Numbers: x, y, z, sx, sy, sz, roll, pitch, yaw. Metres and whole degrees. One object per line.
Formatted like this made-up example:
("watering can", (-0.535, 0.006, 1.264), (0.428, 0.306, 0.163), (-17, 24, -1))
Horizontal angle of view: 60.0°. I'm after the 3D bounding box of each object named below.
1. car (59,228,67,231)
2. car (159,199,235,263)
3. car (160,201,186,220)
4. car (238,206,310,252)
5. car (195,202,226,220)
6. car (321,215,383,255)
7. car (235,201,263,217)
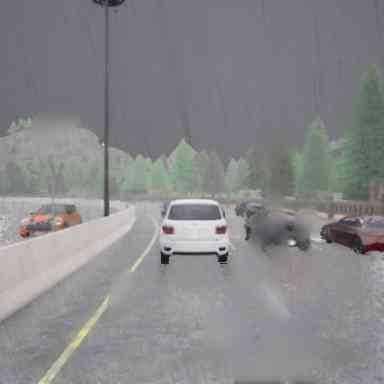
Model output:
("car", (-7.482, 1.427, 18.111), (2.097, 1.767, 4.553), (0, 0, -4))
("car", (0.032, 1.273, 12.283), (2.150, 2.045, 5.566), (0, 0, -1))
("car", (-1.839, 1.629, 30.325), (1.837, 1.490, 4.892), (0, 0, -10))
("car", (3.450, 1.563, 14.246), (1.837, 1.490, 4.892), (0, 0, -2))
("car", (1.608, 1.689, 30.827), (1.994, 1.385, 4.181), (0, 0, -10))
("car", (6.964, 1.619, 13.654), (1.994, 1.385, 4.181), (0, 0, -2))
("car", (5.251, 1.628, 30.327), (1.837, 1.490, 4.892), (0, 0, -10))
